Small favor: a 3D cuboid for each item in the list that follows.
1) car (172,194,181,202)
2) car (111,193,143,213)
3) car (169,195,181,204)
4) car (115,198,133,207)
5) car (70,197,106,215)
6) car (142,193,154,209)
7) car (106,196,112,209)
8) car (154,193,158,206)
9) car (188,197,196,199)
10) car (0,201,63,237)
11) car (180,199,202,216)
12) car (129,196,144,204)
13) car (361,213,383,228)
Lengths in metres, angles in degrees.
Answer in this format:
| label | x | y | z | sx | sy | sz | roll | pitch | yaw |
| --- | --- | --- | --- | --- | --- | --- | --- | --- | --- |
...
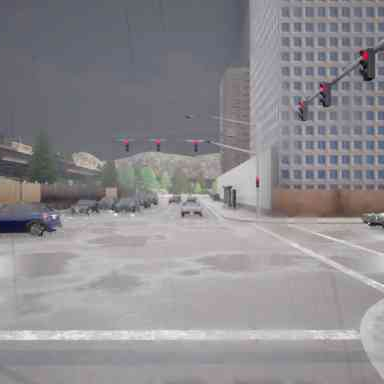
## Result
| label | x | y | z | sx | sy | sz | roll | pitch | yaw |
| --- | --- | --- | --- | --- | --- | --- | --- | --- | --- |
| car | -3.461 | 1.305 | 74.481 | 1.882 | 1.535 | 5.008 | 0 | 0 | 0 |
| car | -7.068 | 1.352 | 36.797 | 2.097 | 1.767 | 4.553 | 0 | 0 | 0 |
| car | -3.466 | 1.601 | 64.288 | 1.895 | 1.301 | 4.718 | 0 | 0 | 0 |
| car | -10.560 | 1.601 | 51.942 | 1.895 | 1.301 | 4.718 | 0 | 0 | 0 |
| car | -10.585 | 1.492 | 33.251 | 2.128 | 1.511 | 4.902 | 0 | 0 | 1 |
| car | -7.059 | 1.221 | 46.233 | 2.150 | 2.045 | 5.566 | 0 | 0 | 0 |
| car | -10.569 | 1.352 | 42.148 | 2.097 | 1.767 | 4.553 | 0 | 0 | 0 |
| car | -7.034 | 1.221 | 56.963 | 2.150 | 2.045 | 5.566 | 0 | 0 | 0 |
| car | 0.034 | 1.601 | 64.285 | 1.895 | 1.301 | 4.718 | 0 | 0 | 0 |
| car | -9.415 | 1.376 | 17.652 | 4.553 | 1.767 | 2.097 | 0 | 0 | 0 |
| car | 0.001 | 1.601 | 32.329 | 1.895 | 1.301 | 4.718 | 0 | 0 | 0 |
| car | -10.520 | 1.478 | 63.016 | 1.882 | 1.535 | 5.008 | 0 | 0 | 1 |
| car | 13.488 | 1.656 | 21.190 | 4.718 | 1.301 | 1.895 | 0 | 0 | 0 |
